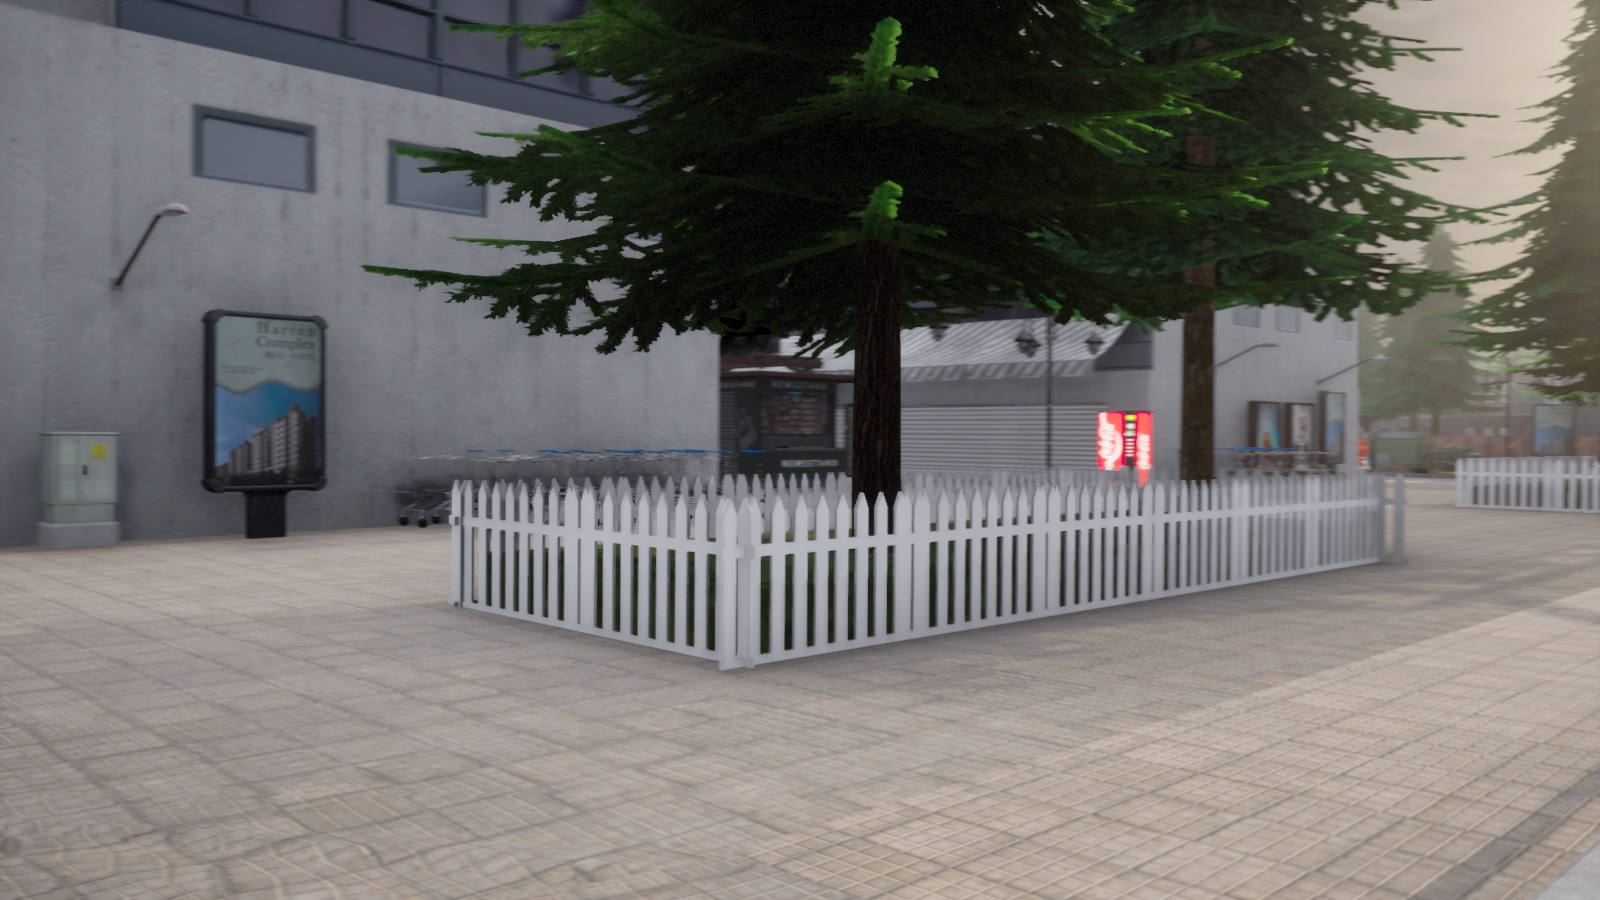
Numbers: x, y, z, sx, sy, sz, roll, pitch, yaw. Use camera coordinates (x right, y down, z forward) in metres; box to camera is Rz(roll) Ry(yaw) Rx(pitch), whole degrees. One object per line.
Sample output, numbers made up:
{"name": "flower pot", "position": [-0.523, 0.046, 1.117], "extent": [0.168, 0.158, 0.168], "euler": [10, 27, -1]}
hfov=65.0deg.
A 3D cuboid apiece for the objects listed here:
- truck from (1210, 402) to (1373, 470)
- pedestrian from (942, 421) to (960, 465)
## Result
{"name": "truck", "position": [18.844, -0.526, 48.325], "extent": [2.627, 2.467, 5.204], "euler": [-1, 1, -43]}
{"name": "pedestrian", "position": [6.690, -0.304, 55.554], "extent": [0.395, 1.930, 0.692], "euler": [-1, 1, -34]}
